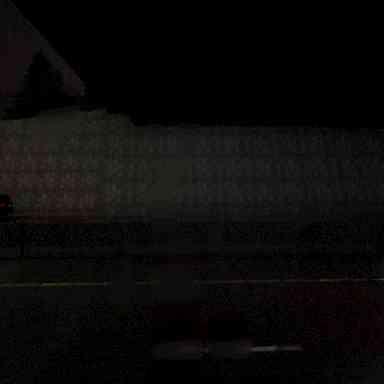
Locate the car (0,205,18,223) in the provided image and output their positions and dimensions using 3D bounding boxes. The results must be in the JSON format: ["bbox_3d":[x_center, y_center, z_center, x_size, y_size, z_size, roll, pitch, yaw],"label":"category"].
[{"bbox_3d":[-11.576,1.546,16.538,5.357,1.411,2.033,0,0,-2],"label":"car"}]

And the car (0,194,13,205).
[{"bbox_3d":[-17.413,1.214,26.793,5.566,2.045,2.150,0,0,-2],"label":"car"}]
